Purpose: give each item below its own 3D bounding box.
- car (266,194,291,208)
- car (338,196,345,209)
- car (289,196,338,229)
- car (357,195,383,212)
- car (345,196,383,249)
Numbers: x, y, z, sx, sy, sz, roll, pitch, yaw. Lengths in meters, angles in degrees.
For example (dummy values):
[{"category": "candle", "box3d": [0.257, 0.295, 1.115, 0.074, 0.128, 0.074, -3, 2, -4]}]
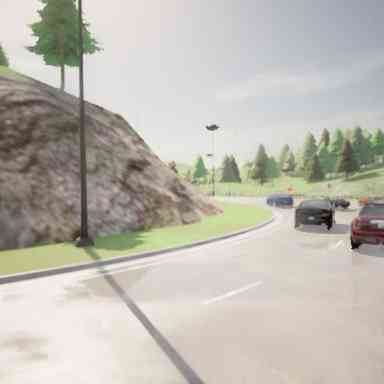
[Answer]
[{"category": "car", "box3d": [9.885, 0.912, 37.865, 1.882, 1.535, 5.008, -1, 1, -3]}, {"category": "car", "box3d": [13.589, 1.021, 32.751, 1.895, 1.301, 4.718, -1, 1, 1]}, {"category": "car", "box3d": [7.131, 1.154, 19.193, 1.882, 1.535, 5.008, 0, 1, 25]}, {"category": "car", "box3d": [16.974, 0.986, 30.277, 1.895, 1.301, 4.718, -1, 1, 5]}, {"category": "car", "box3d": [7.470, 1.090, 12.656, 2.097, 1.767, 4.553, -1, 1, 34]}]
